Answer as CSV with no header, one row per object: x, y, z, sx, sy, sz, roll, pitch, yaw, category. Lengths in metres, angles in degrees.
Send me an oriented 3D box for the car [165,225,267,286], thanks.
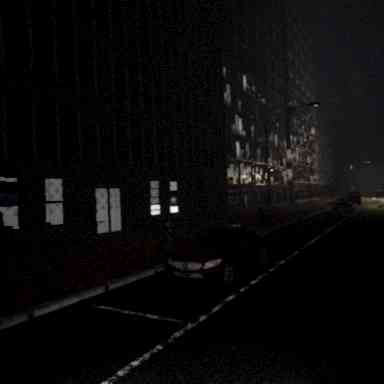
0.900,1.650,9.679,1.802,1.307,4.206,-3,-1,31,car

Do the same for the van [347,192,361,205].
21.311,0.914,43.896,1.690,1.788,3.998,-3,-1,31,van

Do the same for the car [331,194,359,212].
15.485,1.271,34.119,2.008,1.369,4.403,-3,-1,31,car

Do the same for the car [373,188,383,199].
39.421,0.261,69.008,2.150,2.045,5.566,-3,-1,31,car
